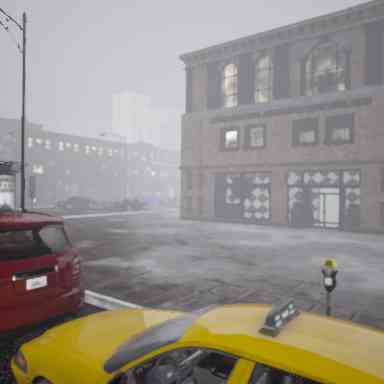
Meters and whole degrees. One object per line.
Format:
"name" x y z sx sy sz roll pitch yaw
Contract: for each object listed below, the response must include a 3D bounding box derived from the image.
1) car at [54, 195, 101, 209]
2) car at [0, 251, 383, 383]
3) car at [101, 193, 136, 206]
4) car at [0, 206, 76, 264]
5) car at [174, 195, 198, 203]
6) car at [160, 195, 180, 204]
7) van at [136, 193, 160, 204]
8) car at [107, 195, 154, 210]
"car" -13.066 1.142 37.435 1.837 1.490 4.892 1 0 35
"car" 0.418 1.510 2.576 4.829 1.417 1.752 1 1 35
"car" -10.466 1.162 45.651 1.752 1.417 4.829 1 0 35
"car" -3.951 1.221 5.692 5.009 1.841 2.192 1 1 35
"car" -0.939 1.246 59.218 1.752 1.417 4.829 1 0 35
"car" -4.017 1.243 54.835 2.008 1.369 4.403 1 0 35
"van" -7.191 1.006 50.312 1.690 1.788 3.998 1 0 35
"car" -6.643 1.282 36.424 1.887 1.381 4.507 1 0 35
